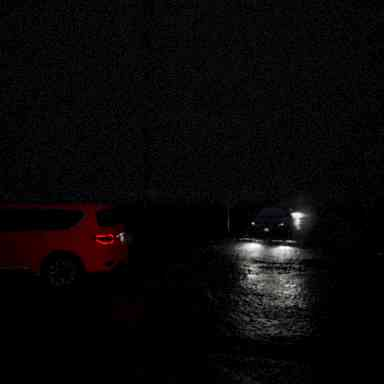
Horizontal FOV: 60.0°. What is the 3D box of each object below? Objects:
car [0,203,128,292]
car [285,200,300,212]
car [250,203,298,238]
[{"bbox_3d":[-4.513,1.315,8.729,5.566,2.045,2.150,0,-1,0],"label":"car"},{"bbox_3d":[11.501,1.612,38.407,1.895,1.301,4.718,0,0,19],"label":"car"},{"bbox_3d":[4.454,1.532,18.120,1.812,1.442,4.674,0,0,22],"label":"car"}]
